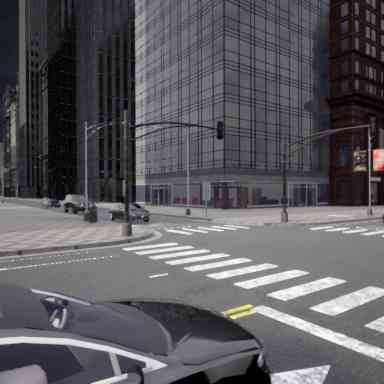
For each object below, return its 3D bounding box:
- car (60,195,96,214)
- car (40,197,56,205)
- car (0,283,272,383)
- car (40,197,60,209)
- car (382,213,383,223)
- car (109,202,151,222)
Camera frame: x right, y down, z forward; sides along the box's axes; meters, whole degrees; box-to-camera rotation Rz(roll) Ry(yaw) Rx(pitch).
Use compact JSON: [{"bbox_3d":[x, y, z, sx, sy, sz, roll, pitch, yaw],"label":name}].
[{"bbox_3d":[-12.412,1.302,36.518,2.150,2.045,5.566,0,0,-36],"label":"car"},{"bbox_3d":[-27.602,1.652,63.486,1.837,1.490,4.892,0,0,-35],"label":"car"},{"bbox_3d":[-1.485,1.491,2.379,4.902,1.511,2.128,0,0,-36],"label":"car"},{"bbox_3d":[-20.133,1.676,47.475,1.994,1.385,4.181,0,0,-35],"label":"car"},{"bbox_3d":[14.768,1.356,22.364,4.553,1.767,2.097,0,0,-36],"label":"car"},{"bbox_3d":[-4.977,1.555,26.034,1.837,1.490,4.892,0,0,-35],"label":"car"}]
